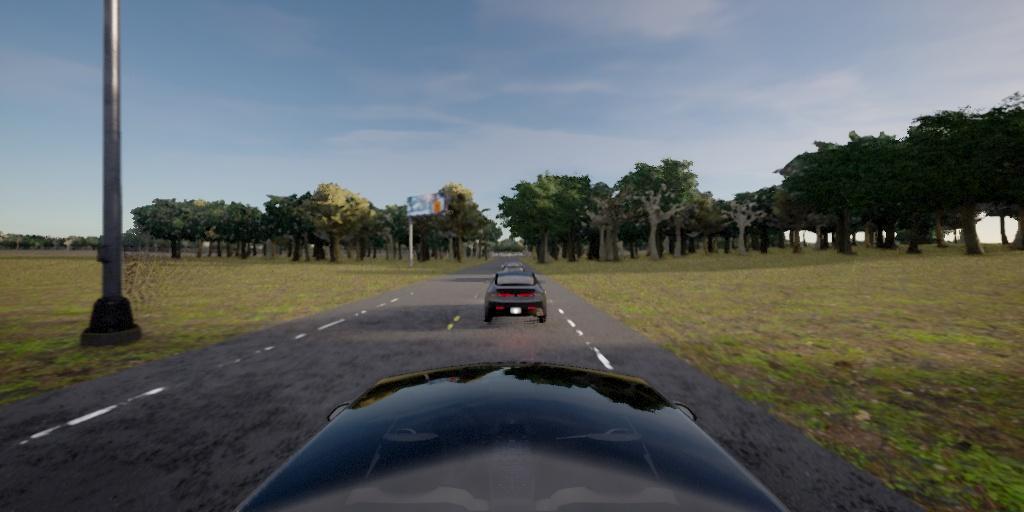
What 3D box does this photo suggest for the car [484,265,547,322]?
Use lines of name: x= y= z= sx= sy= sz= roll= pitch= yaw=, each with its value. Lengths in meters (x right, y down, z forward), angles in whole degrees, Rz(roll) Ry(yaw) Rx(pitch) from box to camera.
car: x=0.105 y=1.238 z=12.217 sx=1.837 sy=1.490 sz=4.892 roll=0 pitch=0 yaw=0

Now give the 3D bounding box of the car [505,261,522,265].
car: x=0.114 y=1.195 z=30.519 sx=2.128 sy=1.511 sz=4.902 roll=0 pitch=0 yaw=0
